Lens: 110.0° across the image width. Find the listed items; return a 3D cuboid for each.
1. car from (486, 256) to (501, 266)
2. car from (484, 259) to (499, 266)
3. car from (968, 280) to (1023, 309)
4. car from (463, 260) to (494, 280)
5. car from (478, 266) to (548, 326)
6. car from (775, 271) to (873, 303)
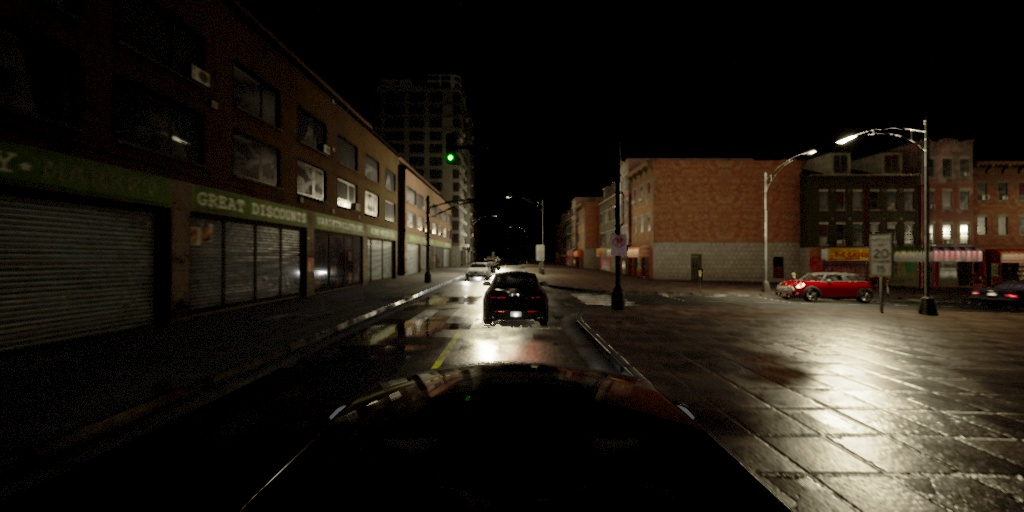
[{"bbox_3d":[-2.801,0.977,51.340,2.150,2.045,5.566,0,0,0],"label":"car"},{"bbox_3d":[-2.840,1.361,40.789,1.895,1.301,4.718,0,0,0],"label":"car"},{"bbox_3d":[24.268,1.844,16.261,5.357,1.411,2.033,1,0,0],"label":"car"},{"bbox_3d":[-2.850,1.286,30.972,1.812,1.442,4.674,0,0,1],"label":"car"},{"bbox_3d":[0.102,1.259,11.722,1.837,1.490,4.892,0,0,0],"label":"car"},{"bbox_3d":[16.361,1.579,18.997,4.097,1.591,1.967,0,0,0],"label":"car"}]
